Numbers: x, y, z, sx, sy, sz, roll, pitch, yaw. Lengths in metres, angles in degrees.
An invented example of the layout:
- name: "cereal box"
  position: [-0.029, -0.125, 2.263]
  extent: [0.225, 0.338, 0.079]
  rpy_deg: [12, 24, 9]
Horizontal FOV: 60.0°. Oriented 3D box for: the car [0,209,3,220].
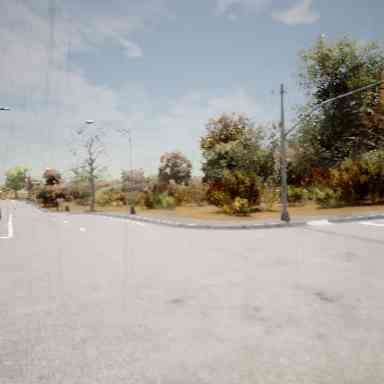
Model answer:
- name: "car"
  position: [-21.598, 2.272, 35.843]
  extent: [1.882, 1.535, 5.008]
  rpy_deg: [-2, -1, -29]
